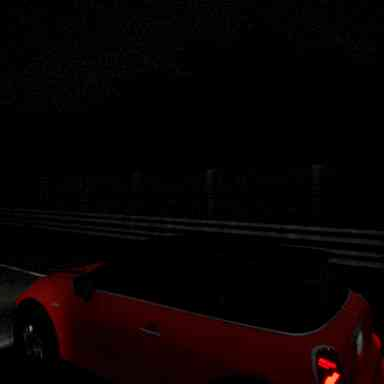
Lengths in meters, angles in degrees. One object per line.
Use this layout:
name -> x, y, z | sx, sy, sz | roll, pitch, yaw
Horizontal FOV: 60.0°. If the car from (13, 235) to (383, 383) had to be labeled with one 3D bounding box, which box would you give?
car -> -0.249, 1.347, 4.170 | 4.553, 1.767, 2.097 | 0, 0, 35
